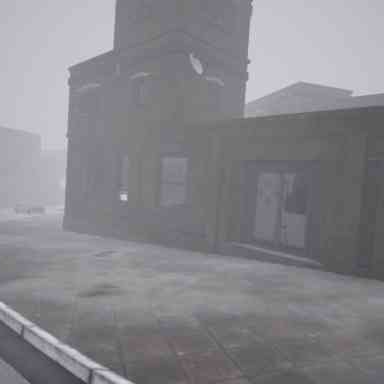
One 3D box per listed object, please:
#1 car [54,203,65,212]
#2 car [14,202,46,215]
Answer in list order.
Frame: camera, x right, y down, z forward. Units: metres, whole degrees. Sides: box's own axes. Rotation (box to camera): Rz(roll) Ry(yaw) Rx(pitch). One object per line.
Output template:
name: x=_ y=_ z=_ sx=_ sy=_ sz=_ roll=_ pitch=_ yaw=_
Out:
car: x=-18.612 y=2.363 z=50.782 sx=2.033 sy=1.411 sz=5.357 roll=4 pitch=-1 yaw=16
car: x=-19.774 y=1.991 z=40.868 sx=2.128 sy=1.511 sz=4.902 roll=4 pitch=-1 yaw=3
